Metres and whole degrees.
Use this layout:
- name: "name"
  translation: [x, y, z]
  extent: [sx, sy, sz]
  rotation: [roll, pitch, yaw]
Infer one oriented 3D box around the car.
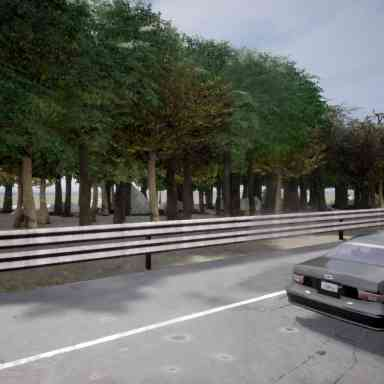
- name: "car"
  translation: [4.218, 1.547, 6.733]
  extent: [5.357, 1.411, 2.033]
  rotation: [0, 0, -36]
